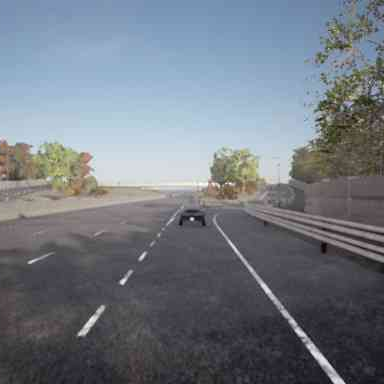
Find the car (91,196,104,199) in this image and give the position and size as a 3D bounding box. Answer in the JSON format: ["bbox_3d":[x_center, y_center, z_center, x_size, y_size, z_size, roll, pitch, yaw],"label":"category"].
[{"bbox_3d":[-24.563,1.865,88.572,1.837,1.490,4.892,0,0,0],"label":"car"}]

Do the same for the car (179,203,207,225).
[{"bbox_3d":[0.086,1.606,25.207,1.837,1.490,4.892,0,0,2],"label":"car"}]

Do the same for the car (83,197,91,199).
[{"bbox_3d":[-28.063,1.960,88.539,1.895,1.301,4.718,0,0,0],"label":"car"}]

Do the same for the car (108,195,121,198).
[{"bbox_3d":[-21.063,1.721,88.605,2.097,1.767,4.553,0,0,0],"label":"car"}]
